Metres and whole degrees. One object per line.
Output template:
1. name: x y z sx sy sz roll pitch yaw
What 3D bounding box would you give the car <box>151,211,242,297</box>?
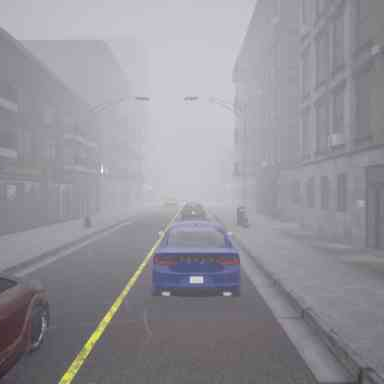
1. car: 0.096 1.478 8.637 1.882 1.535 5.008 0 0 0

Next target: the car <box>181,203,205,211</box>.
1. car: 0.092 1.560 27.592 1.994 1.385 4.181 0 0 0

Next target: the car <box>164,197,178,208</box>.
1. car: -3.013 1.495 47.951 1.882 1.535 5.008 0 0 0

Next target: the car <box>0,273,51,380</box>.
1. car: -3.102 1.564 3.289 1.994 1.385 4.181 0 0 0
